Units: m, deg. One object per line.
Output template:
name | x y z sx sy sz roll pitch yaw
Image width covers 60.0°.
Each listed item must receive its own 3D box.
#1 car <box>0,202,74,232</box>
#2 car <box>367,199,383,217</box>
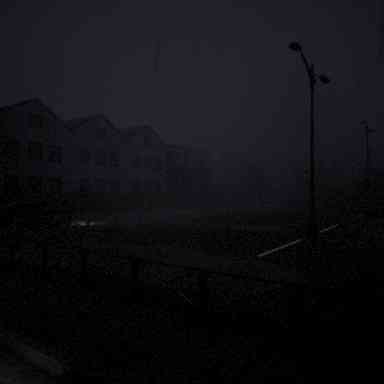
car | -9.012 1.312 18.696 1.837 1.490 4.892 0 0 35
car | 15.411 1.298 26.818 2.007 1.523 4.514 0 0 35
